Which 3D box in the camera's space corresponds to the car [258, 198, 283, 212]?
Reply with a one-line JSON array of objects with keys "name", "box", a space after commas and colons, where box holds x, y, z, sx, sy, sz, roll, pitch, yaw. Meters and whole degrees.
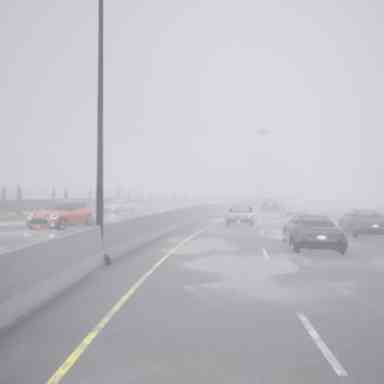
[{"name": "car", "box": [9.887, 1.485, 40.226, 2.097, 1.767, 4.553, 0, 0, 26]}]

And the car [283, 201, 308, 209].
[{"name": "car", "box": [10.818, 1.648, 33.960, 1.812, 1.442, 4.674, 0, 0, 23]}]

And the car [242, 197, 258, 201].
[{"name": "car", "box": [11.158, 1.687, 62.536, 2.128, 1.511, 4.902, 0, 0, 38]}]

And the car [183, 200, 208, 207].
[{"name": "car", "box": [0.552, 1.613, 37.028, 1.812, 1.442, 4.674, 0, 0, 23]}]

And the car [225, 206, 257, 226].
[{"name": "car", "box": [3.668, 1.672, 24.156, 1.895, 1.301, 4.718, 0, 0, 15]}]

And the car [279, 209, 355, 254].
[{"name": "car", "box": [5.002, 1.617, 13.979, 1.994, 1.385, 4.181, 0, 0, 9]}]

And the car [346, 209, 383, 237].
[{"name": "car", "box": [9.415, 1.645, 18.257, 1.994, 1.385, 4.181, 0, 0, 12]}]

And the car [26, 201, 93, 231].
[{"name": "car", "box": [-8.108, 1.366, 20.733, 2.097, 1.767, 4.553, 0, 0, 13]}]

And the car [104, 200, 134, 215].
[{"name": "car", "box": [-7.721, 1.573, 34.873, 1.812, 1.442, 4.674, 0, 0, 20]}]
